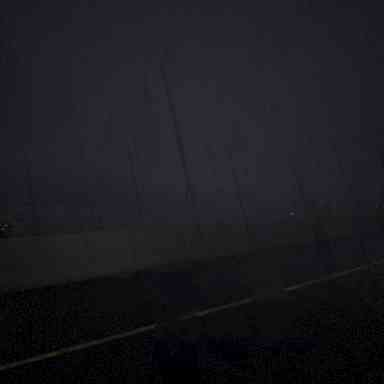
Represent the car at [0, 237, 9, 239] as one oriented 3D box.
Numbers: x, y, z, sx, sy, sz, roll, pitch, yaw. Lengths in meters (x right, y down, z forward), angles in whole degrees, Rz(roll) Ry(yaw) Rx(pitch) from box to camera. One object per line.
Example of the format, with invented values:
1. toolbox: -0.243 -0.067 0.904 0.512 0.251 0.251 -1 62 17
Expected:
1. car: -8.680 1.512 10.702 4.902 1.511 2.128 0 0 -35
